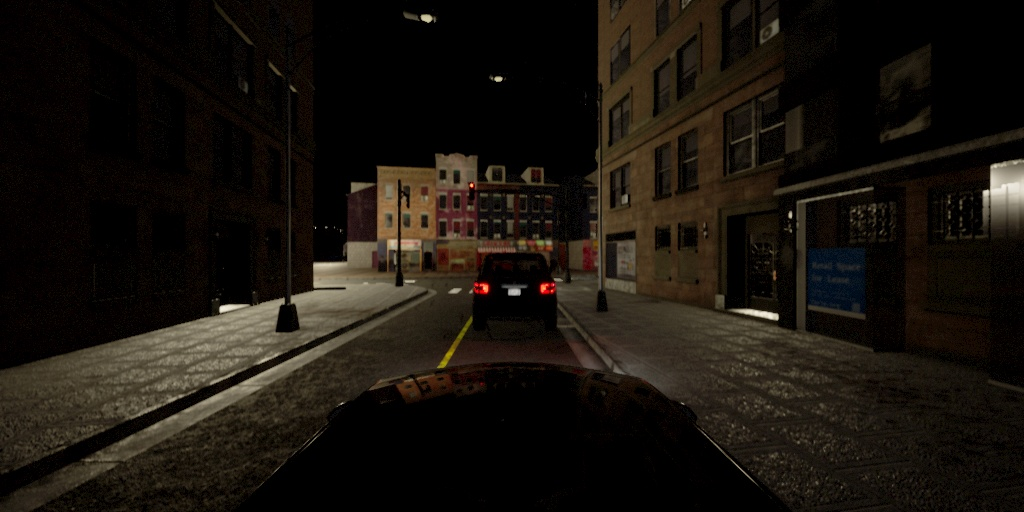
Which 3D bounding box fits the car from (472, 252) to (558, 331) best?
[{"bbox_3d":[0.097,0.909,10.936,2.150,2.045,5.566,0,0,1],"label":"car"}]
